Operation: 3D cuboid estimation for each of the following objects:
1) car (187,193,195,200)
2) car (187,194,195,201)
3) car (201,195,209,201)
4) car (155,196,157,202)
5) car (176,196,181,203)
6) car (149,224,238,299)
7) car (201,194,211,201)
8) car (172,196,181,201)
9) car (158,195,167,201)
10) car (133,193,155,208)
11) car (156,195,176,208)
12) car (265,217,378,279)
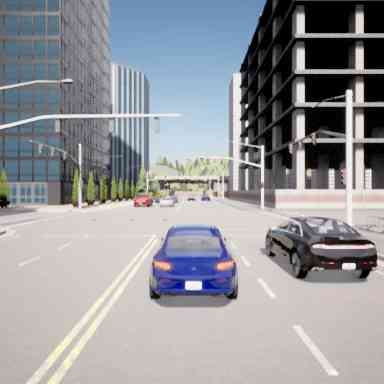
[{"bbox_3d":[-0.168,1.276,86.954,2.097,1.767,4.553,0,0,0],"label":"car"},{"bbox_3d":[-0.152,1.537,78.251,1.895,1.301,4.718,0,0,0],"label":"car"},{"bbox_3d":[3.332,1.421,86.990,1.837,1.490,4.892,0,0,0],"label":"car"},{"bbox_3d":[-7.154,1.500,66.110,2.033,1.411,5.357,0,0,0],"label":"car"},{"bbox_3d":[-3.661,1.500,65.400,2.033,1.411,5.357,0,0,0],"label":"car"},{"bbox_3d":[0.044,1.520,8.314,1.812,1.442,4.674,0,0,0],"label":"car"},{"bbox_3d":[3.349,1.466,77.915,1.812,1.442,4.674,0,0,0],"label":"car"},{"bbox_3d":[-3.656,1.525,80.438,1.895,1.301,4.718,0,0,0],"label":"car"},{"bbox_3d":[-7.157,1.480,80.911,1.994,1.385,4.181,0,0,0],"label":"car"},{"bbox_3d":[-7.182,1.186,48.980,2.150,2.045,5.566,0,0,0],"label":"car"},{"bbox_3d":[-3.685,1.491,48.570,1.812,1.442,4.674,0,0,0],"label":"car"},{"bbox_3d":[3.560,1.484,10.037,2.128,1.511,4.902,0,0,-1],"label":"car"}]
